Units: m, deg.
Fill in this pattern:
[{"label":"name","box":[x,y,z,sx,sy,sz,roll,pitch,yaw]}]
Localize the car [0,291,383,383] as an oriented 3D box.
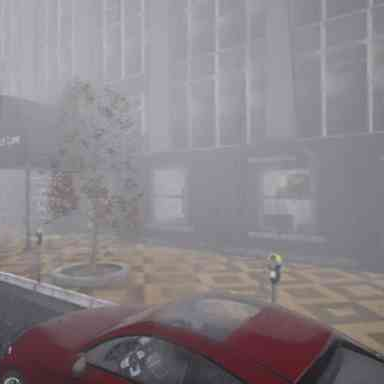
[{"label":"car","box":[-0.003,1.586,2.877,4.206,1.307,1.802,0,0,36]}]
